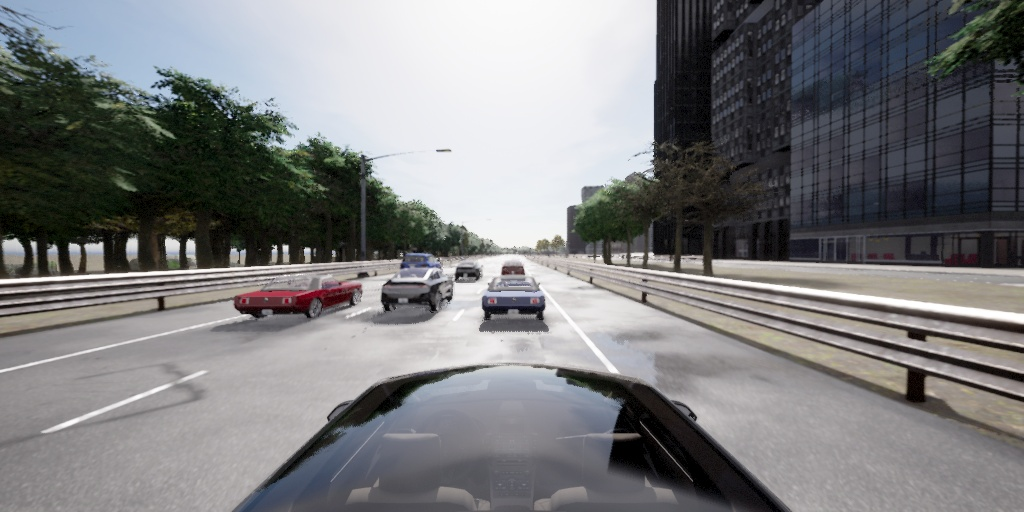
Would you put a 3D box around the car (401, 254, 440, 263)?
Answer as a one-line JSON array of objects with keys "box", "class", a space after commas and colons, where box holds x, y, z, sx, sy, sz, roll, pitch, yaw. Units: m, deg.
[{"box": [-6.929, 0.832, 27.740, 2.150, 2.045, 5.566, 0, 1, 1], "class": "car"}]

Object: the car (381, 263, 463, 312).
[{"box": [-3.427, 1.179, 13.755, 2.128, 1.511, 4.902, 0, 0, 0], "class": "car"}]

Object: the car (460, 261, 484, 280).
[{"box": [-3.420, 1.108, 28.952, 1.837, 1.490, 4.892, 0, 1, 0], "class": "car"}]

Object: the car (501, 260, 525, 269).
[{"box": [0.085, 1.071, 30.337, 1.882, 1.535, 5.008, 0, 0, 0], "class": "car"}]

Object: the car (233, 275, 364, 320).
[{"box": [-6.936, 1.296, 12.412, 1.895, 1.301, 4.718, 0, 0, 0], "class": "car"}]

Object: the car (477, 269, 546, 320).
[{"box": [0.064, 1.295, 12.422, 1.895, 1.301, 4.718, 0, 0, 0], "class": "car"}]
